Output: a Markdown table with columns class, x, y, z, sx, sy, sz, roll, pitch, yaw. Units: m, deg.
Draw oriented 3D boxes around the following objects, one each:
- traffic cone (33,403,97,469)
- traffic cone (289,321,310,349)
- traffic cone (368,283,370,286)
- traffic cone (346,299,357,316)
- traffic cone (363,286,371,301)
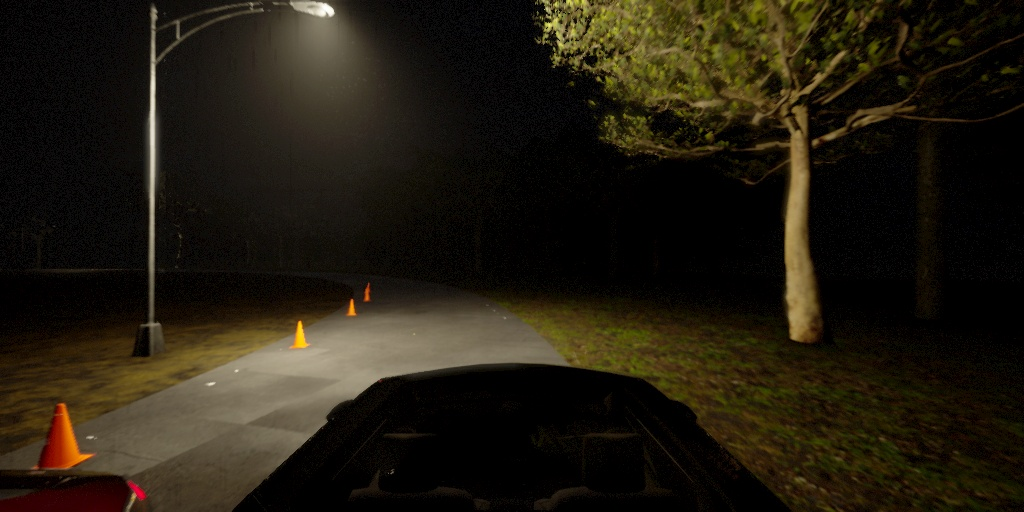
| class | x | y | z | sx | sy | sz | roll | pitch | yaw |
| --- | --- | --- | --- | --- | --- | --- | --- | --- | --- |
| traffic cone | -4.395 | 1.737 | 3.484 | 0.340 | 0.580 | 0.340 | 0 | 0 | -3 |
| traffic cone | -4.878 | 1.792 | 8.240 | 0.340 | 0.580 | 0.340 | 0 | 0 | -8 |
| traffic cone | -8.801 | 1.936 | 21.993 | 0.340 | 0.580 | 0.340 | 0 | 0 | -24 |
| traffic cone | -5.778 | 1.840 | 12.934 | 0.340 | 0.580 | 0.340 | 0 | 0 | -13 |
| traffic cone | -7.089 | 1.888 | 17.530 | 0.340 | 0.580 | 0.340 | 0 | 0 | -18 |
